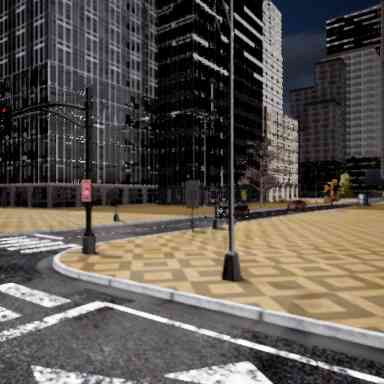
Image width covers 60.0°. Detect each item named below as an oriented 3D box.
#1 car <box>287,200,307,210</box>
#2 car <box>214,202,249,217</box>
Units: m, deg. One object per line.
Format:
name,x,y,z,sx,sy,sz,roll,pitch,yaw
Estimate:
car,16.046,1.916,50.477,1.812,1.442,4.674,0,0,37
car,4.203,1.781,34.753,2.128,1.511,4.902,0,0,37
